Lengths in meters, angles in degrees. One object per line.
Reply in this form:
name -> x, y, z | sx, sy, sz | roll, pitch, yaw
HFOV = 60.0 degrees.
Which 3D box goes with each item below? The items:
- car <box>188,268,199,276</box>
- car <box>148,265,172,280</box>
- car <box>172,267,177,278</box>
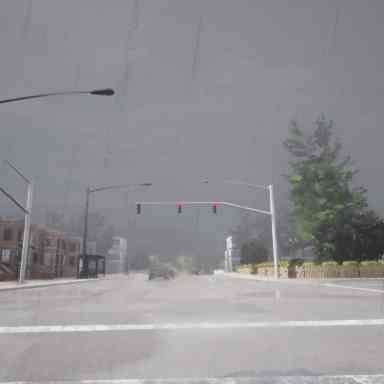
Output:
car -> 0.323, 14.644, 61.313 | 2.033, 1.411, 5.357 | -1, -13, 0
car -> -3.490, 8.613, 35.594 | 1.837, 1.490, 4.892 | -1, -13, 0
car -> -3.439, 11.052, 45.555 | 1.895, 1.301, 4.718 | -1, -13, 0
